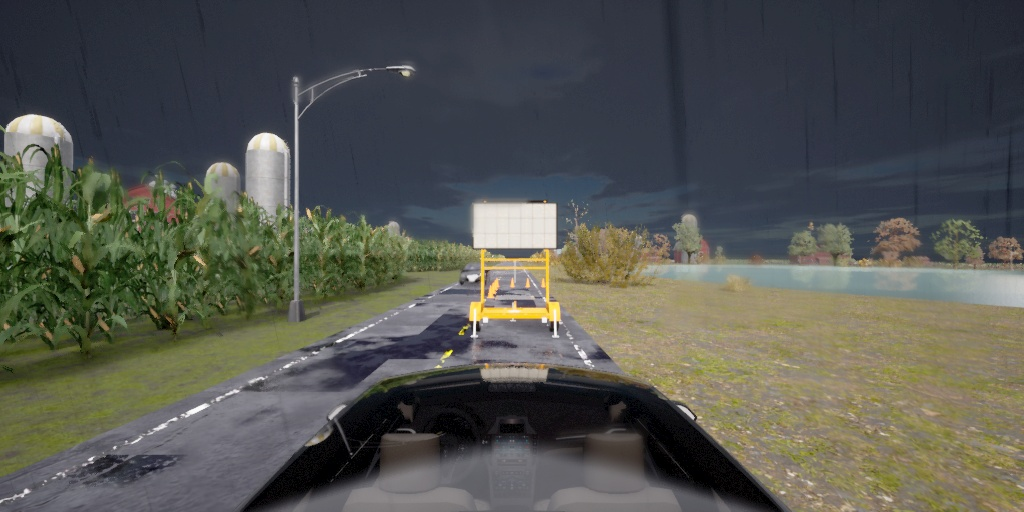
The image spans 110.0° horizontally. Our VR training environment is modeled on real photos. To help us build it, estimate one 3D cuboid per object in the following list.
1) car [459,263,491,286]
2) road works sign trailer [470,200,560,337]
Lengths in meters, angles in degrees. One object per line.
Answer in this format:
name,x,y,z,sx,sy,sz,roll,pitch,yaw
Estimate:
car,-2.534,1.260,25.413,2.128,1.511,4.902,0,0,0
road works sign trailer,0.084,0.217,10.232,2.380,3.560,2.880,0,0,1
